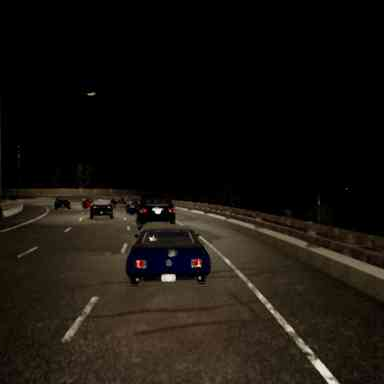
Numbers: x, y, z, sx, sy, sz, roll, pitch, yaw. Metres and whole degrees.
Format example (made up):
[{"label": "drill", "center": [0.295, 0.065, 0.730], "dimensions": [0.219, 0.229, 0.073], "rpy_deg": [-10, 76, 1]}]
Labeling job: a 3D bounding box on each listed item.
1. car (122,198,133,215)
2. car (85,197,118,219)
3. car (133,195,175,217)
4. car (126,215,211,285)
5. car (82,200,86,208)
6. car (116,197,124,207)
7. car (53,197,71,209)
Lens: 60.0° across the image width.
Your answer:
[{"label": "car", "center": [-5.508, 1.501, 33.197], "dimensions": [1.994, 1.385, 4.181], "rpy_deg": [0, 0, -18]}, {"label": "car", "center": [-7.881, 1.439, 29.016], "dimensions": [2.128, 1.511, 4.902], "rpy_deg": [0, 0, -15]}, {"label": "car", "center": [-2.394, 1.180, 20.946], "dimensions": [2.150, 2.045, 5.566], "rpy_deg": [0, 0, -11]}, {"label": "car", "center": [-0.702, 1.582, 9.469], "dimensions": [1.895, 1.301, 4.718], "rpy_deg": [0, 0, -5]}, {"label": "car", "center": [-13.340, 1.484, 43.893], "dimensions": [1.994, 1.385, 4.181], "rpy_deg": [0, 0, -23]}, {"label": "car", "center": [-10.020, 1.407, 45.033], "dimensions": [2.128, 1.511, 4.902], "rpy_deg": [0, 0, -23]}, {"label": "car", "center": [-16.800, 1.416, 43.074], "dimensions": [2.128, 1.511, 4.902], "rpy_deg": [0, 0, -24]}]
